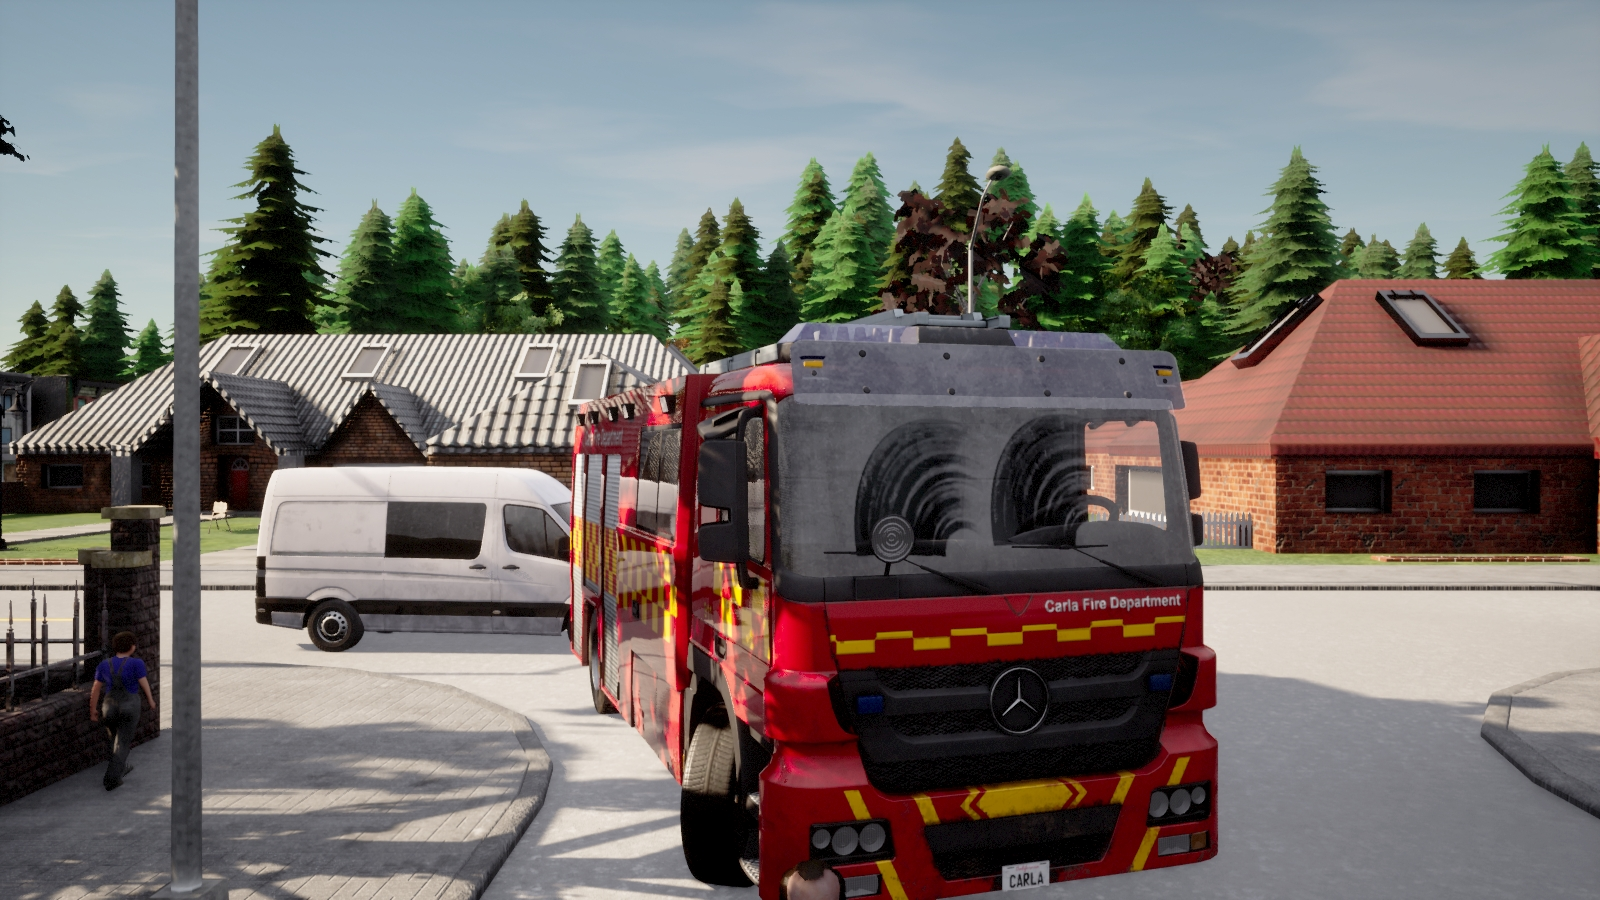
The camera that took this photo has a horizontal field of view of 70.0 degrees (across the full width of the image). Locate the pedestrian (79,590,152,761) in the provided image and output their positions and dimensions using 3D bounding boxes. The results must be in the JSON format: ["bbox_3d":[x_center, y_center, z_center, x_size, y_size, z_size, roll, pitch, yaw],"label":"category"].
[{"bbox_3d":[-5.520,1.806,9.225,0.375,1.300,0.375,0,0,-3],"label":"pedestrian"}]

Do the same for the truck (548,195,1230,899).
[{"bbox_3d":[-0.279,0.670,10.050,2.891,3.827,8.468,0,0,-19],"label":"truck"}]

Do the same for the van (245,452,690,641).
[{"bbox_3d":[-4.701,1.314,16.673,5.915,2.561,1.988,0,0,4],"label":"van"}]
